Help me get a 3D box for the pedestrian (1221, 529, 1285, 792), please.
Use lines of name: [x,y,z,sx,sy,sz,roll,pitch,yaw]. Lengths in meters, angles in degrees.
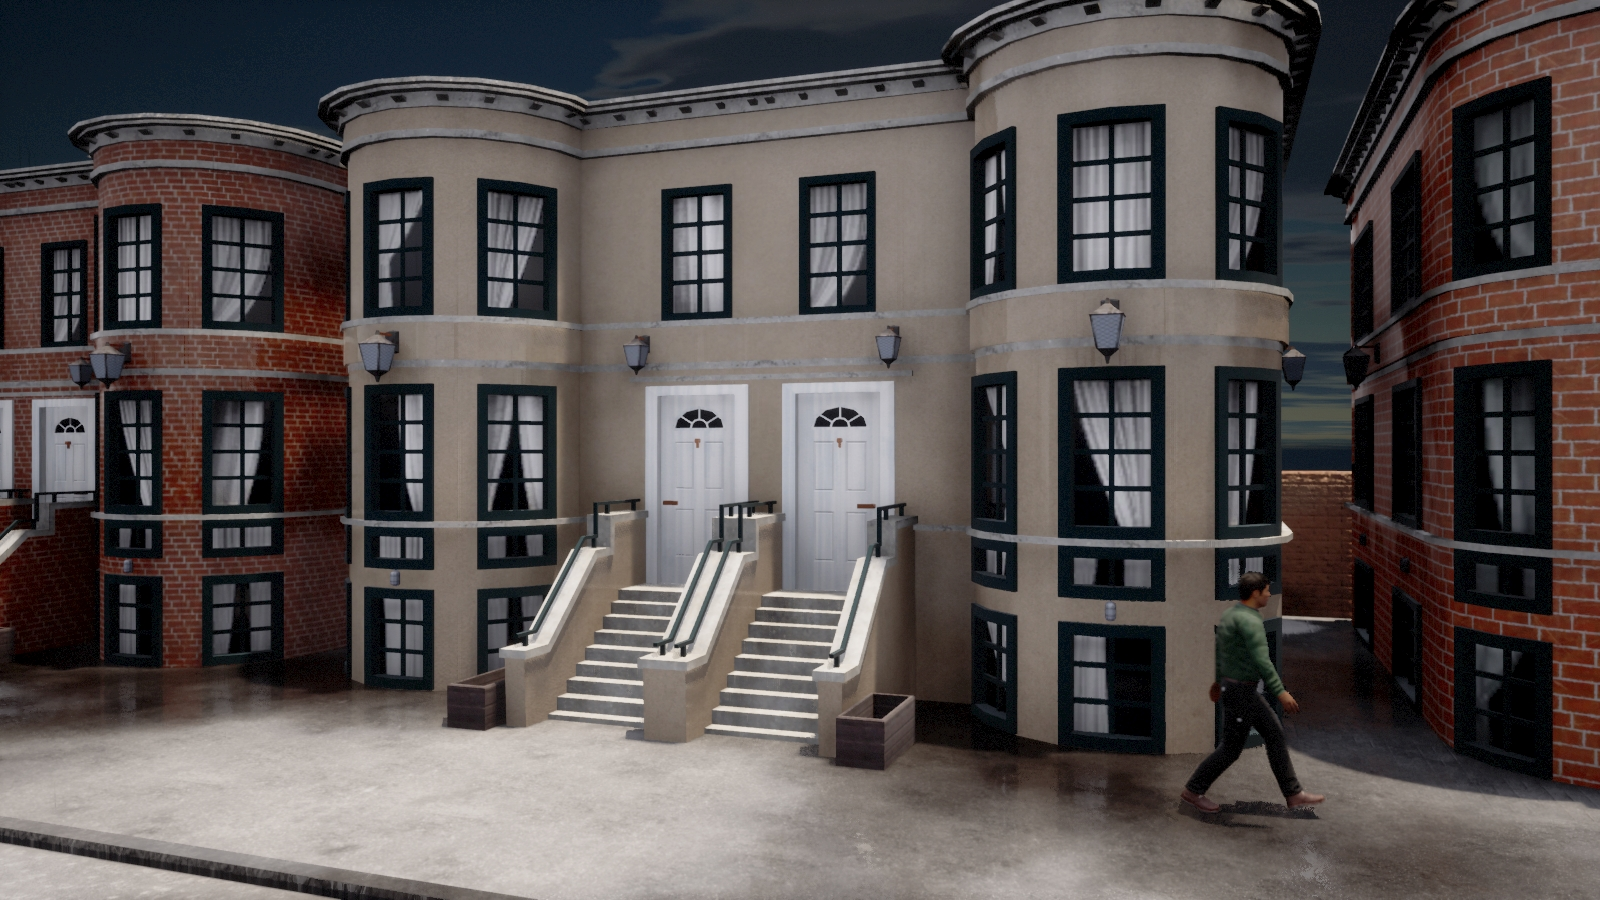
pedestrian: [3.336,1.525,8.428,0.375,1.860,0.375,0,0,11]
